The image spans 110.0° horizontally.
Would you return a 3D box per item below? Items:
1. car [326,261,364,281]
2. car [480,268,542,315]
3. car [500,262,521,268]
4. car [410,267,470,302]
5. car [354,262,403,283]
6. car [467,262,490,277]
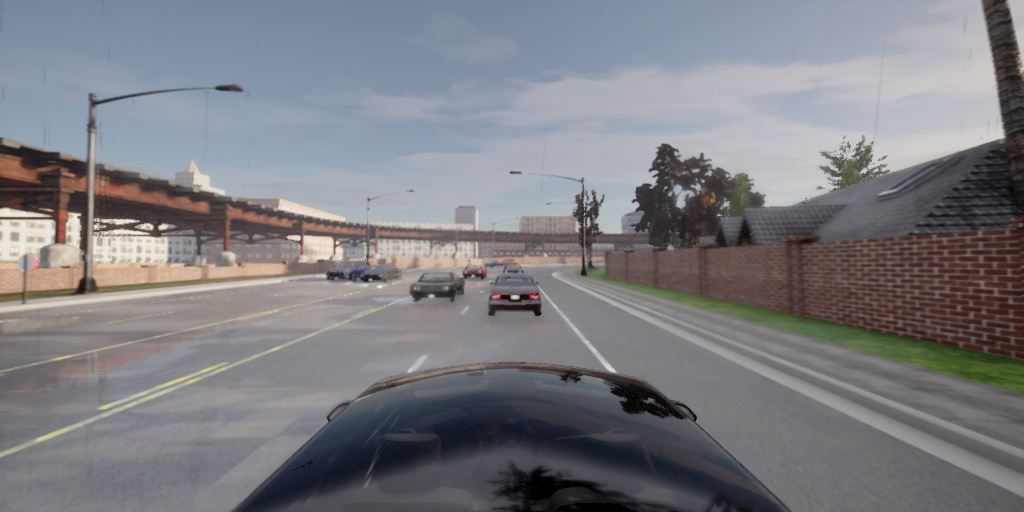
[{"bbox_3d":[-14.035,1.211,30.948,2.097,1.767,4.553,0,0,1],"label":"car"},{"bbox_3d":[0.094,1.348,13.743,2.033,1.411,5.357,0,0,0],"label":"car"},{"bbox_3d":[0.098,1.470,33.757,1.895,1.301,4.718,0,0,0],"label":"car"},{"bbox_3d":[-3.408,1.414,17.407,1.895,1.301,4.718,0,0,0],"label":"car"},{"bbox_3d":[-10.599,1.402,29.544,2.033,1.411,5.357,0,0,0],"label":"car"},{"bbox_3d":[-3.402,1.470,33.760,1.895,1.301,4.718,0,0,0],"label":"car"}]
